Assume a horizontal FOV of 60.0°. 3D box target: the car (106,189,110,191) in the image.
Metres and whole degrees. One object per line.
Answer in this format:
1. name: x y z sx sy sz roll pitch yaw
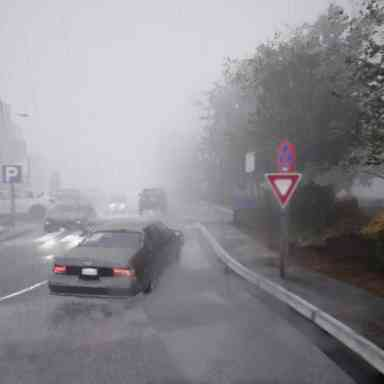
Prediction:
1. car: -16.059 0.564 52.424 4.792 1.488 2.163 -1 1 -27

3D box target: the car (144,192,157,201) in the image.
1. car: -6.435 0.650 51.530 1.895 1.301 4.718 0 1 -8

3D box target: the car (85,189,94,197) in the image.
1. car: -14.149 0.807 37.513 5.008 1.535 2.097 -2 2 -27

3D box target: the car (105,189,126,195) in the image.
1. car: -20.942 -0.087 91.183 5.366 1.575 1.946 -1 1 -28

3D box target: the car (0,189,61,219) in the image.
1. car: -12.213 0.834 22.599 5.566 2.045 2.435 -1 2 -28

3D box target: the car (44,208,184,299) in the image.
1. car: -1.504 1.421 8.572 2.033 1.411 5.357 0 2 9

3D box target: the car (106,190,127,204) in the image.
1. car: -9.509 0.777 42.892 1.994 1.385 4.181 0 1 -7

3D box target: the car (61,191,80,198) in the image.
1. car: -12.819 0.966 28.668 5.366 1.575 1.946 -1 1 -28

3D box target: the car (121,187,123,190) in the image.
1. car: -19.123 0.171 76.237 4.792 1.488 2.163 -1 1 -27

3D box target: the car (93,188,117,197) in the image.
1. car: -18.410 0.111 70.256 4.553 1.767 2.185 -1 1 -27

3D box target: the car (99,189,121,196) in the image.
1. car: -19.539 0.137 79.200 4.674 1.452 2.002 -1 1 -27

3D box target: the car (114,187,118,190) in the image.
1. car: -17.065 0.374 61.427 5.366 1.575 1.946 -1 1 -27

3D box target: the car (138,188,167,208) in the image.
1. car: -3.290 0.708 27.843 2.150 2.045 5.566 0 1 -7

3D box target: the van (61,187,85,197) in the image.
1. van: -13.873 0.639 34.474 4.442 1.987 1.878 -2 2 -27

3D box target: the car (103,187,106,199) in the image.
1. car: -15.669 0.462 49.433 4.553 1.767 2.185 -2 2 -27

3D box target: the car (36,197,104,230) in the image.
1. car: -6.136 1.235 17.420 2.033 1.411 5.357 0 1 -8

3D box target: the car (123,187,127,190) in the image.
1. car: -20.719 -0.034 88.121 4.892 1.521 2.231 -1 1 -28

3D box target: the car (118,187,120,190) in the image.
1. car: -17.605 0.080 64.335 5.566 2.045 2.435 -2 1 -27

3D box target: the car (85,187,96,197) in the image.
1. car: -14.578 0.626 40.482 4.553 1.767 2.185 -1 1 -27

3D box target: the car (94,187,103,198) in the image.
1. car: -15.285 0.516 46.457 4.553 1.767 2.185 -1 2 -27

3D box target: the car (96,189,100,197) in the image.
1. car: -14.932 0.736 43.473 4.674 1.452 2.002 -1 1 -27
